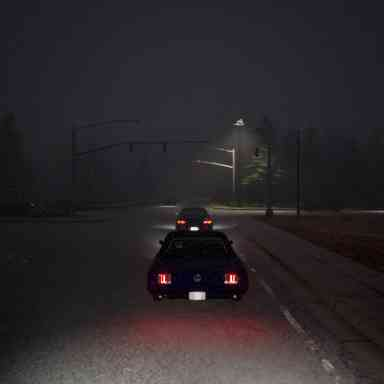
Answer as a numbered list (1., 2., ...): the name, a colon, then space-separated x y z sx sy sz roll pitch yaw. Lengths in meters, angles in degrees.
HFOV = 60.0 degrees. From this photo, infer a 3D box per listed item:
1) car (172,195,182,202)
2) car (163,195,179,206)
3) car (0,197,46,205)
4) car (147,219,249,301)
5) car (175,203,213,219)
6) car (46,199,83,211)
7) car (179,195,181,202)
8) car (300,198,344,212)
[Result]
1. car: -3.387 1.429 74.080 1.882 1.535 5.008 0 0 1
2. car: -3.568 1.528 54.507 1.994 1.385 4.181 0 0 0
3. car: -18.326 1.363 34.959 4.553 1.767 2.097 0 0 1
4. car: 0.103 1.596 8.263 1.895 1.301 4.718 0 0 0
5. car: 0.108 1.512 17.318 1.812 1.442 4.674 0 0 0
6. car: -15.057 1.533 38.599 4.674 1.442 1.812 0 0 1
7. car: -3.521 1.522 63.775 1.994 1.385 4.181 0 0 1
8. car: 14.784 1.487 38.046 4.902 1.511 2.128 0 0 1
